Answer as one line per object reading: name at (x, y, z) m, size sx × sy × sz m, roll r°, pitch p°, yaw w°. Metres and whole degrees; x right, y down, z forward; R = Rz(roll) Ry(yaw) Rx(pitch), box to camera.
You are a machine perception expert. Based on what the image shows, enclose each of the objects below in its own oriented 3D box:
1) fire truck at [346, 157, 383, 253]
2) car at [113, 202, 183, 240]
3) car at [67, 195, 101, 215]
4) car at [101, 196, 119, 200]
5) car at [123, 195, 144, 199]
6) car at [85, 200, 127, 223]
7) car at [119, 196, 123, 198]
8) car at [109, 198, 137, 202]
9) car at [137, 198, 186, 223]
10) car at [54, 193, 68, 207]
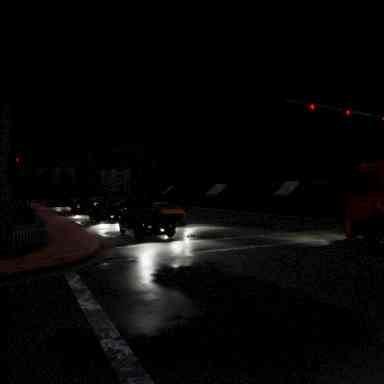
fire truck at (9.286, 0.313, 10.297) m, size 2.891 × 3.827 × 8.468 m, roll 0°, pitch 0°, yaw -28°
car at (-2.487, 1.515, 17.533) m, size 1.837 × 1.490 × 4.892 m, roll 0°, pitch 0°, yaw -27°
car at (-11.147, 1.353, 34.179) m, size 2.097 × 1.767 × 4.553 m, roll 0°, pitch 0°, yaw -27°
car at (-11.149, 1.472, 41.790) m, size 2.128 × 1.511 × 4.902 m, roll 0°, pitch 0°, yaw -27°
car at (-8.817, 1.293, 52.656) m, size 2.097 × 1.767 × 4.553 m, roll 0°, pitch 0°, yaw -27°
car at (-6.599, 1.570, 25.434) m, size 1.994 × 1.385 × 4.181 m, roll 0°, pitch 0°, yaw -28°
car at (-13.422, 1.462, 61.505) m, size 1.812 × 1.442 × 4.674 m, roll 0°, pitch 0°, yaw -27°
car at (-6.478, 1.586, 32.790) m, size 1.895 × 1.301 × 4.718 m, roll 0°, pitch 0°, yaw -27°
car at (-2.172, 1.467, 24.514) m, size 1.882 × 1.535 × 5.008 m, roll 0°, pitch 0°, yaw -27°
car at (-20.255, 1.207, 51.879) m, size 2.150 × 2.045 × 5.566 m, roll 0°, pitch 0°, yaw -27°
